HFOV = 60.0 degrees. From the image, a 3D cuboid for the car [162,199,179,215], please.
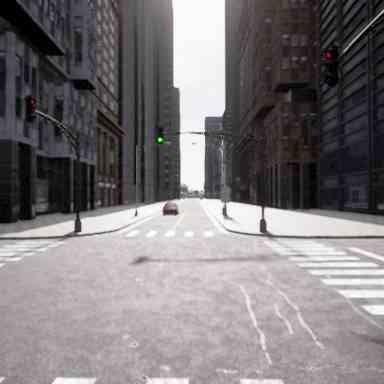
[{"bbox_3d":[-2.589,2.000,40.732,1.882,1.535,5.008,0,0,1],"label":"car"}]
